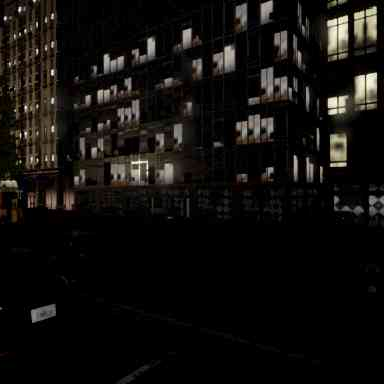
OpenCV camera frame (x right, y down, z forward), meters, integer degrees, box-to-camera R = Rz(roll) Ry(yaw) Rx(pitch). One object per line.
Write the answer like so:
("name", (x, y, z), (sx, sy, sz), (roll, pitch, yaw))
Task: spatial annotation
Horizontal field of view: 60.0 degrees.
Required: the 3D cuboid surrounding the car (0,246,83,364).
("car", (-3.566, 1.566, 5.414), (4.313, 1.339, 1.947), (0, 0, 35))
